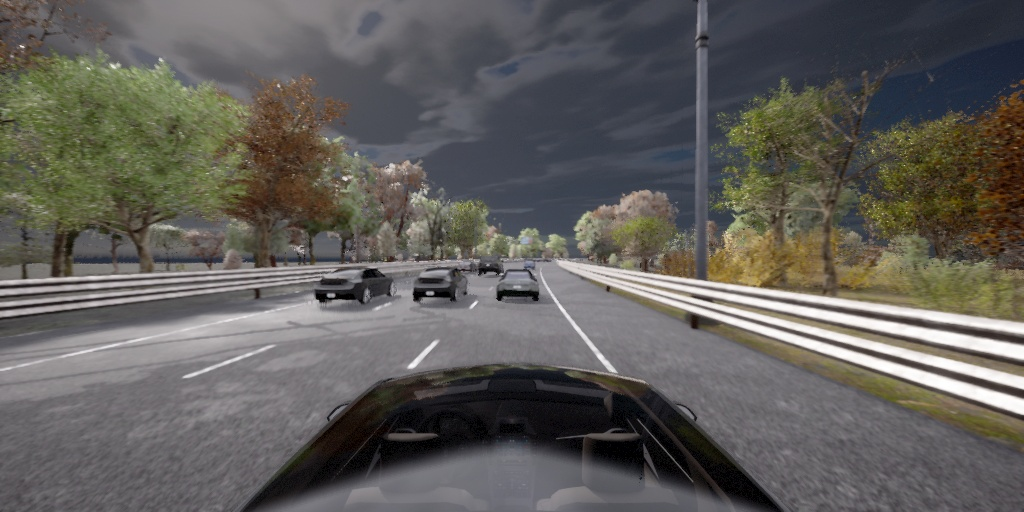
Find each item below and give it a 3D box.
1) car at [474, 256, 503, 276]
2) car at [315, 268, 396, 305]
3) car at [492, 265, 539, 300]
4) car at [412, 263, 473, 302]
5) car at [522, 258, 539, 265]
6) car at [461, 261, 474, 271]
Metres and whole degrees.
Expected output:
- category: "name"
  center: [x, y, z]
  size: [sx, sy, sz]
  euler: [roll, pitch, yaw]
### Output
- category: "car"
  center: [-2.195, 1.001, 37.946]
  size: [2.150, 2.045, 5.566]
  euler: [0, 0, 4]
- category: "car"
  center: [-6.760, 1.246, 15.987]
  size: [1.837, 1.490, 4.892]
  euler: [0, 0, 2]
- category: "car"
  center: [0.317, 1.330, 17.835]
  size: [1.994, 1.385, 4.181]
  euler: [0, 0, 2]
- category: "car"
  center: [-3.225, 1.259, 16.918]
  size: [1.837, 1.490, 4.892]
  euler: [0, 0, 2]
- category: "car"
  center: [2.755, 1.371, 56.470]
  size: [2.033, 1.411, 5.357]
  euler: [0, 0, 5]
- category: "car"
  center: [-5.362, 1.323, 43.028]
  size: [2.033, 1.411, 5.357]
  euler: [0, 0, 4]
